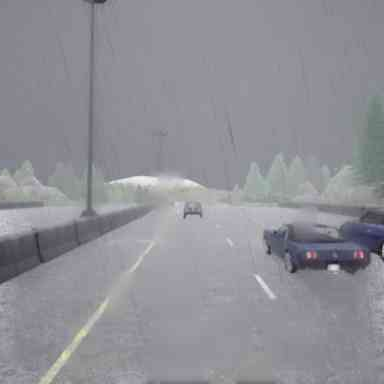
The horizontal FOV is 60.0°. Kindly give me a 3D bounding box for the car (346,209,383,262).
[{"bbox_3d":[7.103,1.392,12.008,2.097,1.767,4.553,0,0,0],"label":"car"}]

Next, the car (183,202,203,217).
[{"bbox_3d":[0.103,1.656,32.552,2.033,1.411,5.357,0,0,0],"label":"car"}]

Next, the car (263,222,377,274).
[{"bbox_3d":[3.604,1.637,10.664,1.895,1.301,4.718,0,0,0],"label":"car"}]
